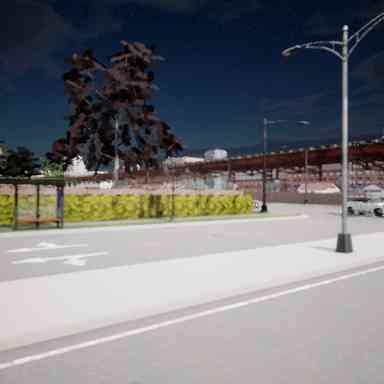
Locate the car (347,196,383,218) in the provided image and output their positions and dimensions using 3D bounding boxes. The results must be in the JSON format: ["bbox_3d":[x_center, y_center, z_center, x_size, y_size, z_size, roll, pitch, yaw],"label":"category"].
[{"bbox_3d":[18.141,1.444,33.951,2.150,2.045,5.566,2,-1,-24],"label":"car"}]

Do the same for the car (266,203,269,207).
[{"bbox_3d":[9.892,1.773,52.292,1.812,1.442,4.674,0,0,-35],"label":"car"}]

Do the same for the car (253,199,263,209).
[{"bbox_3d":[7.861,1.715,49.089,2.128,1.511,4.902,0,0,-35],"label":"car"}]
